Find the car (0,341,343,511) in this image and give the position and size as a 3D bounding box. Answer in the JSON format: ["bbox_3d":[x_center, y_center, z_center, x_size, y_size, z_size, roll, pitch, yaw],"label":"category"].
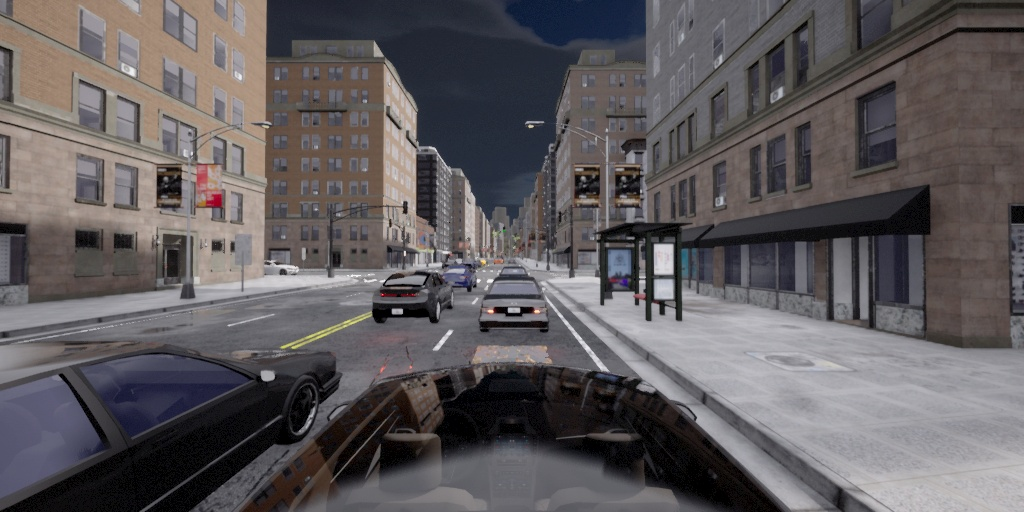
[{"bbox_3d":[-3.149,1.298,2.240,2.033,1.411,5.357,0,0,0],"label":"car"}]

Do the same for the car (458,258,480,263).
[{"bbox_3d":[-6.595,1.113,55.171,2.097,1.767,4.553,0,0,0],"label":"car"}]

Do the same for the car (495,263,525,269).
[{"bbox_3d":[0.089,1.301,20.835,2.033,1.411,5.357,0,0,0],"label":"car"}]

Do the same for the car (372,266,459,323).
[{"bbox_3d":[-3.139,1.256,12.113,1.837,1.490,4.892,0,0,-1],"label":"car"}]

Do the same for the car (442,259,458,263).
[{"bbox_3d":[-9.809,1.265,56.861,1.837,1.490,4.892,0,0,2],"label":"car"}]

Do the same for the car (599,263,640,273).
[{"bbox_3d":[13.123,1.379,43.882,4.892,1.490,1.837,0,-1,0],"label":"car"}]

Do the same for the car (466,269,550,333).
[{"bbox_3d":[0.080,1.298,10.775,2.033,1.411,5.357,0,0,1],"label":"car"}]

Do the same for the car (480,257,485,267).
[{"bbox_3d":[-6.563,1.251,64.311,2.128,1.511,4.902,0,0,0],"label":"car"}]

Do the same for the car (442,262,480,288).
[{"bbox_3d":[-3.154,1.280,21.162,1.812,1.442,4.674,0,0,0],"label":"car"}]

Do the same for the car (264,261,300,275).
[{"bbox_3d":[-22.625,1.151,33.806,4.674,1.442,1.812,0,-1,-1],"label":"car"}]
